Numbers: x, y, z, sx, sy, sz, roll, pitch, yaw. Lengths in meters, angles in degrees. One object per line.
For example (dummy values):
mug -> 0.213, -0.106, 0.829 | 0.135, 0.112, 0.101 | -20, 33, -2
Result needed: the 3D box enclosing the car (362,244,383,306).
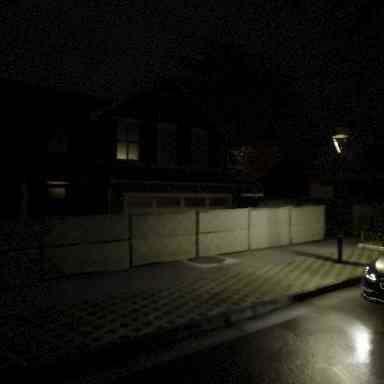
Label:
car -> 5.484, 1.502, 6.987 | 4.892, 1.490, 1.837 | 0, 0, -36
